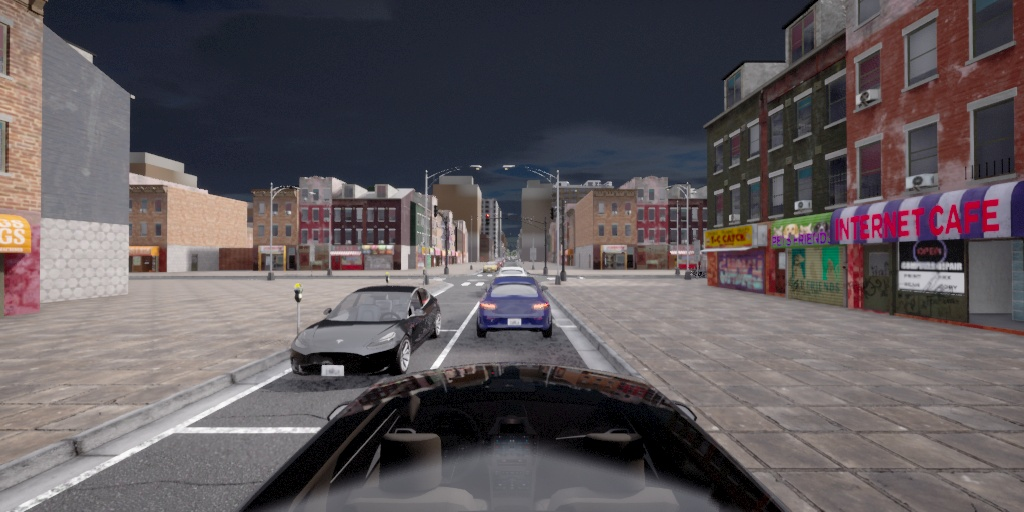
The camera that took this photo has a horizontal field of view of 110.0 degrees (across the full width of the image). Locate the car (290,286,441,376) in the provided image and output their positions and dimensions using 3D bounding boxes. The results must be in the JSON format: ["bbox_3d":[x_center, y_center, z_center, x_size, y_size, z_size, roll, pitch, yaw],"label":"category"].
[{"bbox_3d":[-2.647,1.317,7.459,1.948,1.339,4.313,0,0,0],"label":"car"}]

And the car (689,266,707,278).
[{"bbox_3d":[19.224,1.291,33.069,5.357,1.411,2.033,0,0,0],"label":"car"}]

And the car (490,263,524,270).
[{"bbox_3d":[-0.010,1.284,19.275,1.812,1.442,4.674,0,0,0],"label":"car"}]

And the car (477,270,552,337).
[{"bbox_3d":[0.065,1.278,10.141,1.812,1.442,4.674,0,0,0],"label":"car"}]

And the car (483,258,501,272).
[{"bbox_3d":[-2.707,1.322,45.058,1.751,1.417,4.829,0,0,0],"label":"car"}]

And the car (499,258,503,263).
[{"bbox_3d":[-2.717,1.355,50.833,1.888,1.381,4.507,0,0,0],"label":"car"}]
